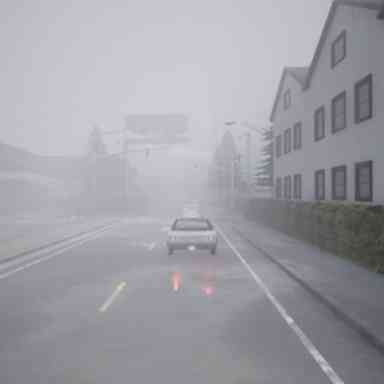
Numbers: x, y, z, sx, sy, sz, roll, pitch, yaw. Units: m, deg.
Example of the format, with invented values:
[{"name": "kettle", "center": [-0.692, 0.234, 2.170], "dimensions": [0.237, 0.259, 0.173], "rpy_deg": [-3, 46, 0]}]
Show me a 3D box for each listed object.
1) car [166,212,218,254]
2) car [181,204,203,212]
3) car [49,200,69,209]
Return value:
[{"name": "car", "center": [0.001, 1.733, 14.106], "dimensions": [1.895, 1.301, 4.718], "rpy_deg": [0, 0, 0]}, {"name": "car", "center": [0.005, 1.801, 29.392], "dimensions": [1.812, 1.442, 4.674], "rpy_deg": [0, 0, 0]}, {"name": "car", "center": [-22.176, 2.208, 57.385], "dimensions": [4.611, 1.667, 2.242], "rpy_deg": [0, -1, 0]}]
